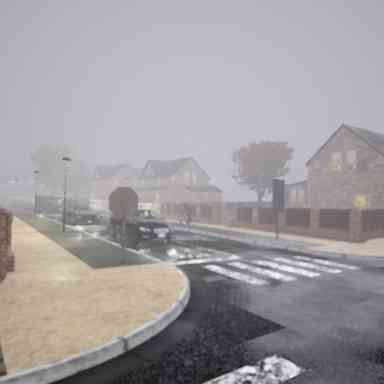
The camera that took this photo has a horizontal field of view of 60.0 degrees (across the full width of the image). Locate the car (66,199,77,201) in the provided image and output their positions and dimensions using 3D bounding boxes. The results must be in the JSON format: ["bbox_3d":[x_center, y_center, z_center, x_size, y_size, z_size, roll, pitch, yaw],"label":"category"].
[{"bbox_3d":[-15.661,1.664,42.345,2.097,1.767,4.553,2,-1,-32],"label":"car"}]

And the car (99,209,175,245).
[{"bbox_3d":[-2.567,1.580,16.102,2.128,1.511,4.902,2,-1,-32],"label":"car"}]

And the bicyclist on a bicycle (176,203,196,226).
[{"bbox_3d":[-0.398,1.612,23.655,1.656,1.620,0.582,2,-1,-32],"label":"bicyclist on a bicycle"}]

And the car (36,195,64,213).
[{"bbox_3d":[-17.268,1.430,39.543,2.150,2.045,5.566,2,-1,-32],"label":"car"}]

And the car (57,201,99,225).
[{"bbox_3d":[-8.616,1.689,25.703,2.033,1.411,5.357,2,-1,-32],"label":"car"}]

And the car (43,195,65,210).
[{"bbox_3d":[-21.177,1.566,51.026,2.150,2.045,5.566,2,-1,-32],"label":"car"}]
